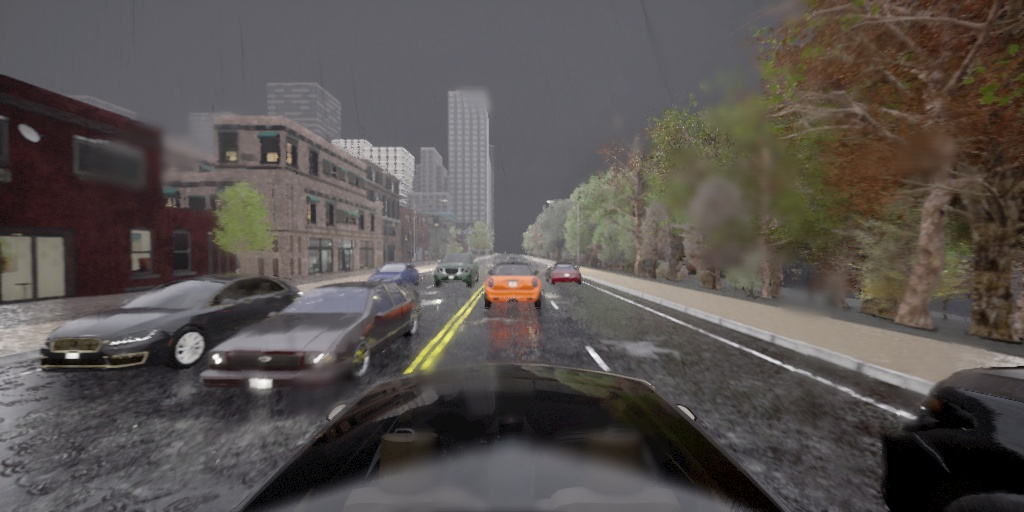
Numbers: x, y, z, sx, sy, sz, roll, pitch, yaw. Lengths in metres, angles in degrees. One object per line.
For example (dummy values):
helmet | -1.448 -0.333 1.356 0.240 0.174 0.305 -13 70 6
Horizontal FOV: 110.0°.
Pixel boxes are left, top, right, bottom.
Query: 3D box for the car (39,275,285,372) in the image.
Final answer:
car | -6.500 1.201 7.726 1.837 1.490 4.892 0 0 0

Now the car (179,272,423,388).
car | -3.251 1.248 7.311 2.033 1.411 5.357 0 1 0

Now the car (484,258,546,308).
car | 0.051 0.985 14.705 2.097 1.767 4.553 0 0 1

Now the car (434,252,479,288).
car | -3.288 0.788 22.311 2.150 2.045 5.566 0 0 0

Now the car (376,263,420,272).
car | -6.551 1.108 20.421 1.812 1.442 4.674 0 0 0

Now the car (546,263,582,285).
car | 3.353 1.115 23.889 1.994 1.385 4.181 0 1 0
